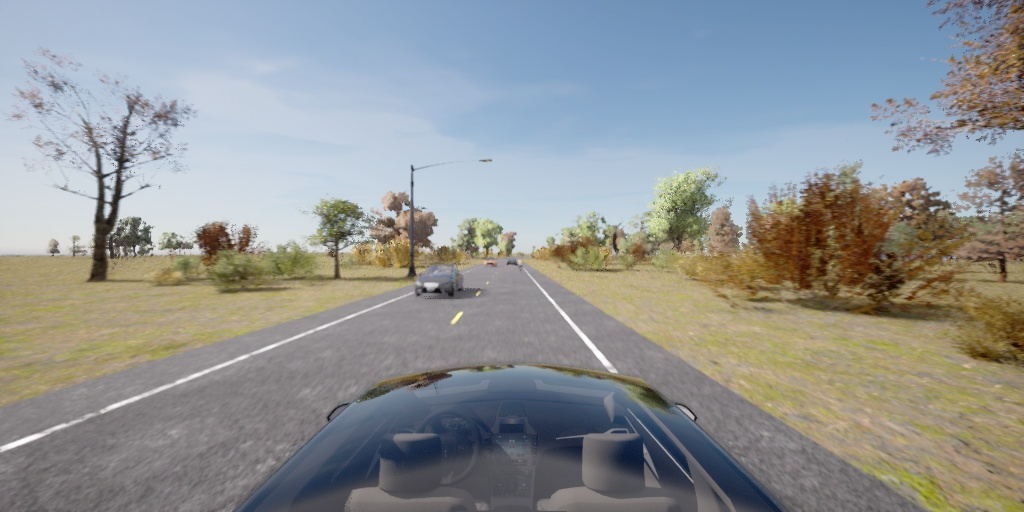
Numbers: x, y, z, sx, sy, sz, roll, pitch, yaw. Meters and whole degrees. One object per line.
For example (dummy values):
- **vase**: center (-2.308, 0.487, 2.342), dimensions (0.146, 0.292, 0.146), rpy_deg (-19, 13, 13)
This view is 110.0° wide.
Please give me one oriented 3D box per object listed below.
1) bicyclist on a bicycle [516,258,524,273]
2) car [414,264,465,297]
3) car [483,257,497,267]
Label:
- **bicyclist on a bicycle**: center (0.941, 1.084, 38.227), dimensions (0.866, 1.612, 1.509), rpy_deg (0, 1, 0)
- **car**: center (-3.595, 1.200, 18.418), dimensions (2.128, 1.511, 4.902), rpy_deg (0, 0, 0)
- **car**: center (-3.546, 0.935, 59.600), dimensions (2.097, 1.767, 4.553), rpy_deg (0, 0, 0)
